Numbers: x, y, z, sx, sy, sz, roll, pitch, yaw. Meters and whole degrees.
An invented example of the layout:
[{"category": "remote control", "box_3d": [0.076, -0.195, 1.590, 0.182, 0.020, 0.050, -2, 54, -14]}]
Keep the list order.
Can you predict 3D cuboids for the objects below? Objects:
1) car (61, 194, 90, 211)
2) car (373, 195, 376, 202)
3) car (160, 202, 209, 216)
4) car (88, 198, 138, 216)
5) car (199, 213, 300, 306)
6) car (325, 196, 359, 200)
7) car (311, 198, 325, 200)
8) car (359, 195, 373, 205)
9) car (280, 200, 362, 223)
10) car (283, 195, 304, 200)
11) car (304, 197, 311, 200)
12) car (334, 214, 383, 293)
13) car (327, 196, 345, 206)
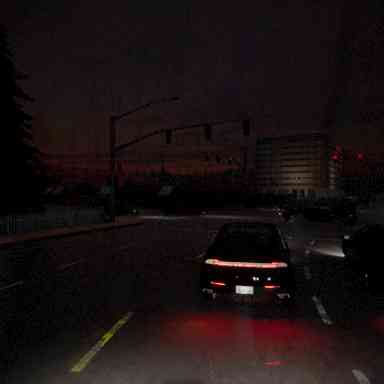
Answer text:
[{"category": "car", "box_3d": [-13.756, 1.276, 40.923, 5.566, 2.045, 2.150, 0, 0, 32]}, {"category": "car", "box_3d": [42.651, 1.525, 79.273, 2.128, 1.511, 4.902, 0, 0, 32]}, {"category": "car", "box_3d": [-0.747, 1.656, 32.809, 4.718, 1.301, 1.895, 0, 0, 32]}, {"category": "car", "box_3d": [-7.530, 1.547, 32.893, 4.902, 1.511, 2.128, 0, 0, 32]}, {"category": "car", "box_3d": [1.426, 1.492, 8.164, 2.128, 1.511, 4.902, 0, 0, 12]}, {"category": "car", "box_3d": [16.970, 1.495, 37.475, 1.882, 1.535, 5.008, 1, 1, 38]}, {"category": "car", "box_3d": [19.176, 1.547, 47.886, 2.033, 1.411, 5.357, 0, 0, 32]}, {"category": "car", "box_3d": [30.420, 1.491, 59.145, 2.128, 1.511, 4.902, 0, 0, 32]}, {"category": "car", "box_3d": [8.664, 1.519, 22.818, 4.902, 1.511, 2.128, 0, 0, 32]}, {"category": "car", "box_3d": [13.404, 1.505, 45.191, 1.837, 1.490, 4.892, 0, 0, 32]}, {"category": "car", "box_3d": [18.156, 1.526, 52.891, 1.812, 1.442, 4.674, 0, 0, 32]}, {"category": "car", "box_3d": [5.178, 1.547, 8.537, 2.033, 1.411, 5.357, 0, 0, 16]}, {"category": "car", "box_3d": [24.626, 1.492, 56.709, 2.128, 1.511, 4.902, 0, 0, 32]}]
